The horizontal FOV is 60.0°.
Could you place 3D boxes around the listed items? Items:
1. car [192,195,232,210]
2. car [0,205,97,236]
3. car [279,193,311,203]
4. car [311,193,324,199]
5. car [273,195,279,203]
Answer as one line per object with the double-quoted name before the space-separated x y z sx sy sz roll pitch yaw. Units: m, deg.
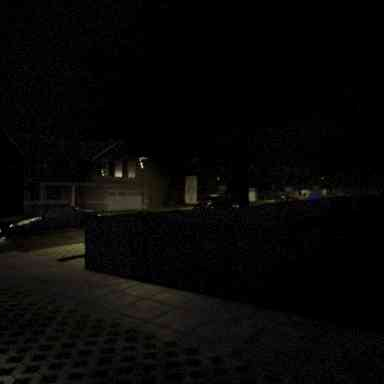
"car" 1.974 1.070 31.710 2.097 1.767 4.553 1 1 35
"car" -7.655 1.446 18.157 2.033 1.411 5.357 1 1 35
"car" 13.168 1.171 42.481 1.895 1.301 4.718 1 2 36
"car" 18.798 0.948 50.504 1.812 1.442 4.674 1 2 35
"car" 13.180 0.973 47.339 2.128 1.511 4.902 1 2 35
